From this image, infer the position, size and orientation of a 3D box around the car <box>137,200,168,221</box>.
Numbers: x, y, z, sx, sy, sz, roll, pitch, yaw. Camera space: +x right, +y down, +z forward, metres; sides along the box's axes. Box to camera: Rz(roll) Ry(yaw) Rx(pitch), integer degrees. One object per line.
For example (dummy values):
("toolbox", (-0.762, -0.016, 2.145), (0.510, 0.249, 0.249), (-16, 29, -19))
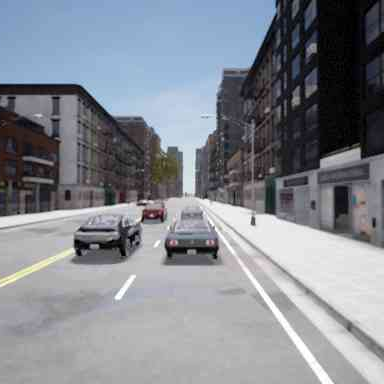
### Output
("car", (-3.220, 1.766, 29.257), (1.882, 1.535, 5.008), (0, 0, 1))

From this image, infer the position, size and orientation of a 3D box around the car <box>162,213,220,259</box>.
("car", (0.019, 1.732, 13.266), (1.895, 1.301, 4.718), (0, -1, 0))

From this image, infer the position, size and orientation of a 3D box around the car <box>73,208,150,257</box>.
("car", (-3.227, 1.626, 13.512), (2.128, 1.511, 4.902), (0, 0, 1))

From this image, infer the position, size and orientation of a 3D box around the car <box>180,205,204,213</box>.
("car", (0.009, 1.819, 27.529), (2.033, 1.411, 5.357), (0, -1, 0))

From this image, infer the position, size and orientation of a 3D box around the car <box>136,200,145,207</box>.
("car", (-9.760, 2.270, 65.348), (1.895, 1.301, 4.718), (0, -1, 0))
